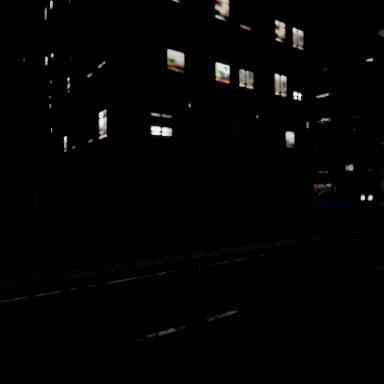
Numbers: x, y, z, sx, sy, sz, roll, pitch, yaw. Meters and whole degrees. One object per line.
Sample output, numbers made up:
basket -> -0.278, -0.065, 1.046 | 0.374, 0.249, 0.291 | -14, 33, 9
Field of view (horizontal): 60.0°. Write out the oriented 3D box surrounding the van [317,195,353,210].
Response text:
van -> 16.906, 1.203, 39.545 | 1.690, 1.788, 3.998 | -2, 0, -36
